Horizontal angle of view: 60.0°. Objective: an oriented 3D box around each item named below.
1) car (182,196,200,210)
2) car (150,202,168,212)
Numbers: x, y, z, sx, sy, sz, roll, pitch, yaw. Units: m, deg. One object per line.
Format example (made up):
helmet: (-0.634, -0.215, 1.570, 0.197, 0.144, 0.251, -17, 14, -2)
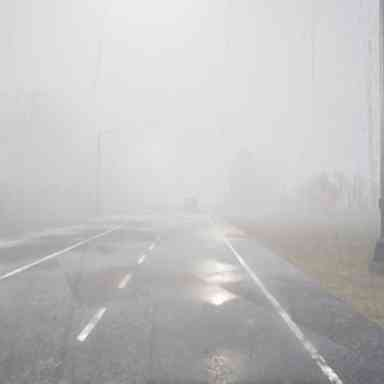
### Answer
car: (-0.158, 1.847, 55.513, 2.150, 2.045, 5.566, 0, -1, 0)
car: (-4.731, 2.107, 48.693, 2.033, 1.411, 5.357, 0, -1, 7)
